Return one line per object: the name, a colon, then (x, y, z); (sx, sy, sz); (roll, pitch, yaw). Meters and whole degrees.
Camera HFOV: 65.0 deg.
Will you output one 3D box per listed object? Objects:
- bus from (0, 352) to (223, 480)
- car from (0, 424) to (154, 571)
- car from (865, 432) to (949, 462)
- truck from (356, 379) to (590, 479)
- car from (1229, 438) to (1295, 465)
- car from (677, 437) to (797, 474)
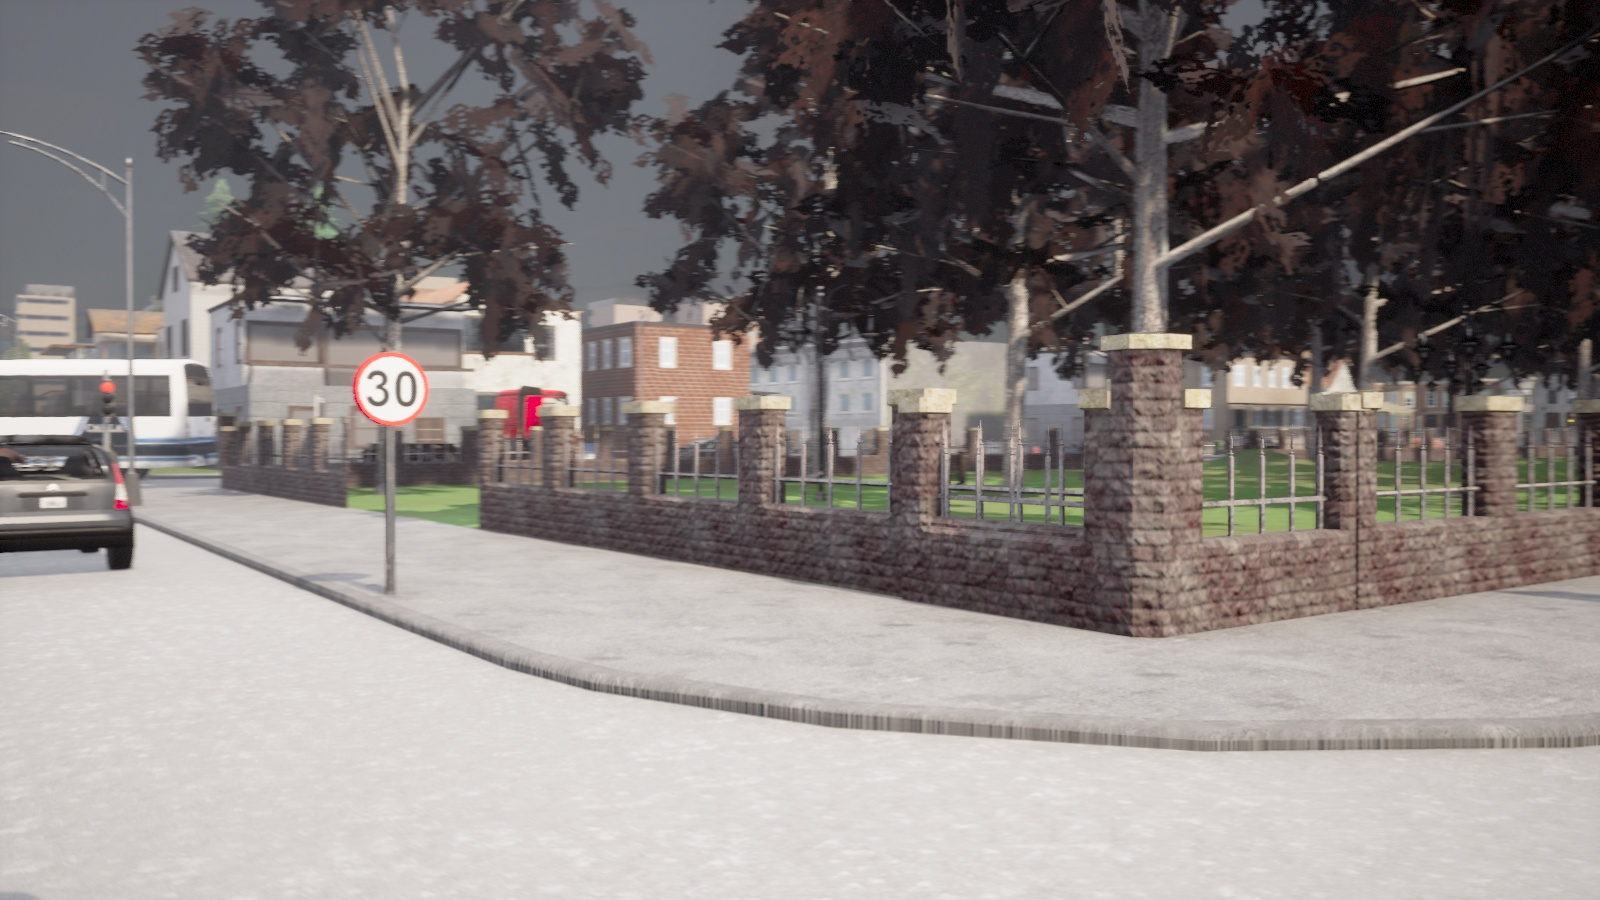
bus: (-26.162, -1.184, 43.698); (10.273, 4.253, 3.944); (0, 2, -6)
car: (-9.473, 0.497, 15.775); (1.851, 1.617, 3.988); (0, 1, -36)
car: (6.201, -0.207, 73.057); (2.152, 1.651, 5.027); (0, 1, -35)
truck: (-12.062, -0.755, 46.830); (7.936, 3.462, 2.891); (0, 1, -38)
car: (27.221, 0.086, 73.966); (3.705, 1.549, 1.789); (0, 1, -34)
car: (-2.657, 0.202, 53.421); (4.892, 1.490, 1.837); (0, 1, -37)
